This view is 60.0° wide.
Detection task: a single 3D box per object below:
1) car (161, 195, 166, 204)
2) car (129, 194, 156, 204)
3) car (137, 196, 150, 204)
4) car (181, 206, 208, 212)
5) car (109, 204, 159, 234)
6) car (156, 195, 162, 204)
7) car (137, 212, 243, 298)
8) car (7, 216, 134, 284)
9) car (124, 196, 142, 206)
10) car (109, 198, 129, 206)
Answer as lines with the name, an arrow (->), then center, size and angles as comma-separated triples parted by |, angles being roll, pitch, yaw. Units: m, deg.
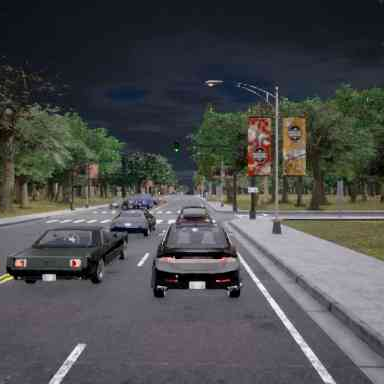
car -> -6.392, 1.409, 67.358 | 2.097, 1.767, 4.553 | 0, 0, 0
car -> -6.511, 1.252, 44.582 | 2.150, 2.045, 5.566 | 0, 0, 0
car -> -9.641, 1.563, 66.980 | 1.837, 1.490, 4.892 | 0, 0, 1
car -> 0.115, 1.512, 17.941 | 1.837, 1.490, 4.892 | 0, 0, 0
car -> -3.137, 1.571, 18.351 | 1.994, 1.385, 4.181 | 0, 0, 0
car -> -6.487, 1.642, 54.901 | 1.895, 1.301, 4.718 | 0, 0, 0
car -> 0.107, 1.493, 8.513 | 2.128, 1.511, 4.902 | 0, 0, 0
car -> -3.139, 1.603, 9.578 | 1.895, 1.301, 4.718 | 0, 0, 0
car -> -9.736, 1.533, 55.305 | 2.128, 1.511, 4.902 | 0, 0, 0
car -> -9.753, 1.522, 44.931 | 2.128, 1.511, 4.902 | 0, 0, 2
